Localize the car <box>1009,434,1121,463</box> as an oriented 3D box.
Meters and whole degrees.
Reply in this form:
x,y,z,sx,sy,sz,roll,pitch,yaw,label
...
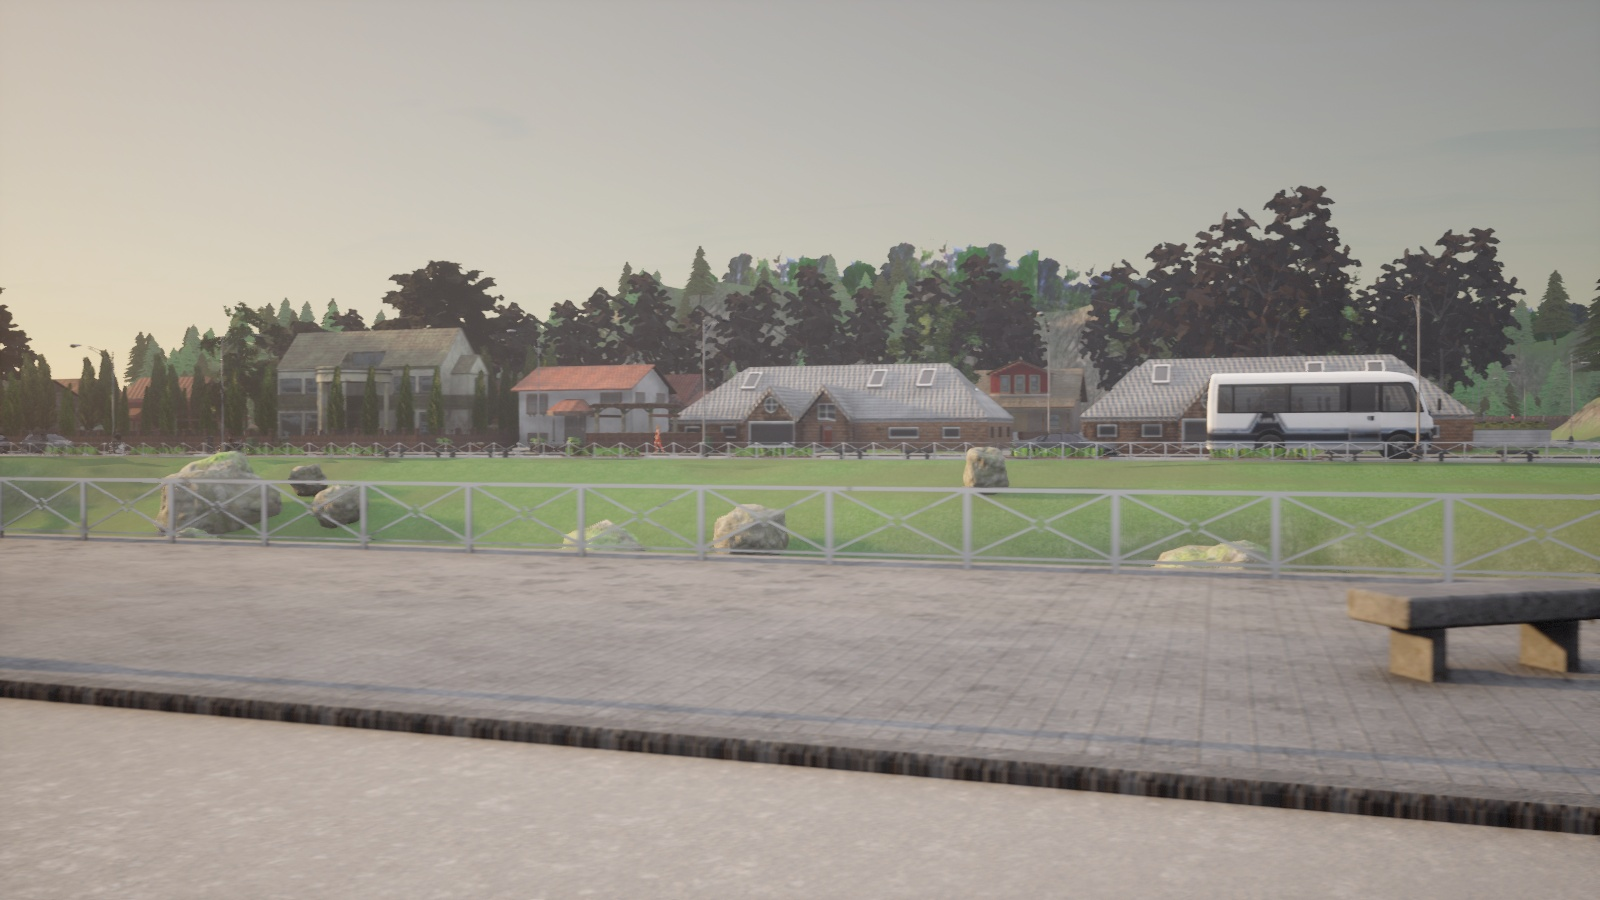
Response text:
x,y,z,sx,sy,sz,roll,pitch,yaw,label
13.552,-0.103,64.203,5.357,1.411,2.033,1,1,18,car

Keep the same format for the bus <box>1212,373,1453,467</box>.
x,y,z,sx,sy,sz,roll,pitch,yaw,label
25.235,-1.420,60.250,10.273,4.253,3.944,1,1,19,bus
